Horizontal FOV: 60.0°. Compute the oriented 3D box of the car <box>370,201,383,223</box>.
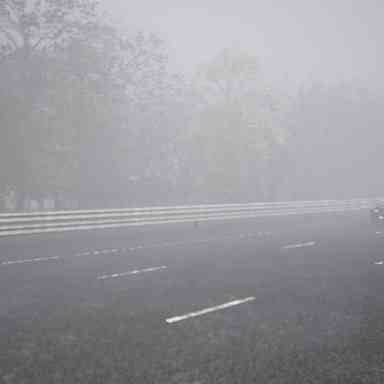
[{"bbox_3d":[13.796,1.305,22.213,4.892,1.490,1.837,-1,1,-35],"label":"car"}]
